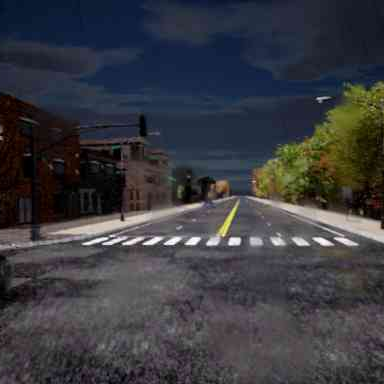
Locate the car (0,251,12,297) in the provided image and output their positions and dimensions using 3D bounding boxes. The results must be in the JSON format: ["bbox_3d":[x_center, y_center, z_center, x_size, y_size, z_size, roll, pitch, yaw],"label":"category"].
[{"bbox_3d":[-5.299,1.758,5.701,1.837,1.490,4.892,-1,-1,9],"label":"car"}]

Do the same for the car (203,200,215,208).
[{"bbox_3d":[3.216,2.282,62.654,1.812,1.442,4.674,-1,-1,8],"label":"car"}]
